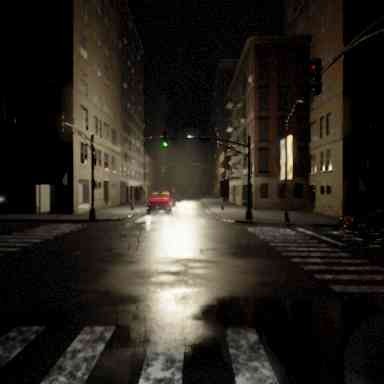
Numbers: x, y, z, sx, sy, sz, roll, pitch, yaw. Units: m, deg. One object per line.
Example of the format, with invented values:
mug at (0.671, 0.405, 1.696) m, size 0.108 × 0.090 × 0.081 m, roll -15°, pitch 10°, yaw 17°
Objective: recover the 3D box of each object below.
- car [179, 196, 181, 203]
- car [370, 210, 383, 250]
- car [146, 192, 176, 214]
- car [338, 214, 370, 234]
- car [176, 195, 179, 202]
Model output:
car at (-2.994, 1.209, 58.883) m, size 1.895 × 1.301 × 4.718 m, roll 0°, pitch 0°, yaw 1°
car at (8.675, 1.322, 9.773) m, size 5.566 × 2.045 × 2.150 m, roll 1°, pitch 0°, yaw 0°
car at (-3.097, 1.005, 32.720) m, size 2.150 × 2.045 × 5.566 m, roll 0°, pitch 0°, yaw 0°
car at (11.028, 1.680, 19.174) m, size 4.718 × 1.301 × 1.895 m, roll 1°, pitch 0°, yaw 0°
car at (-3.064, 1.212, 44.082) m, size 1.837 × 1.490 × 4.892 m, roll 0°, pitch 0°, yaw 1°
